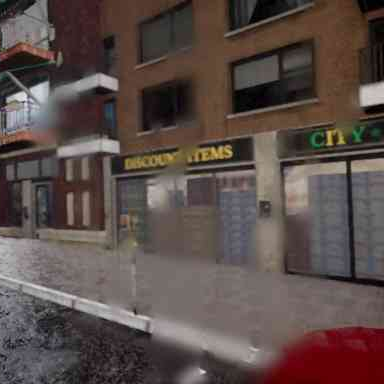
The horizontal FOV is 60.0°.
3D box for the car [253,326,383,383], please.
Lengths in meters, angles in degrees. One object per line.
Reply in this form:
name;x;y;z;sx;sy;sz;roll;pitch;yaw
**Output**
car;2.507;1.303;0.969;5.009;1.841;2.192;-1;-2;36
